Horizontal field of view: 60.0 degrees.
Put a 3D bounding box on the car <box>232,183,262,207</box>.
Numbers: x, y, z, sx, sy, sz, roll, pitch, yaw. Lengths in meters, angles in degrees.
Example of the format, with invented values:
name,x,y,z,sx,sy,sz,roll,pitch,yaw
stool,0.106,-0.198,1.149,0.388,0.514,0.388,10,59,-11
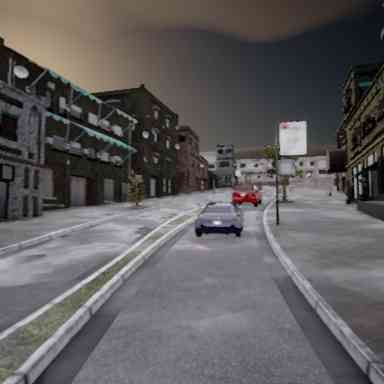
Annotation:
name,x,y,z,sx,sy,sz,roll,pitch,yaw
car,5.011,0.240,29.980,2.150,2.045,5.566,-1,2,17

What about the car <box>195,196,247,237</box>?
name,x,y,z,sx,sy,sz,roll,pitch,yaw
car,1.330,1.118,15.142,1.994,1.385,4.181,-1,2,10
